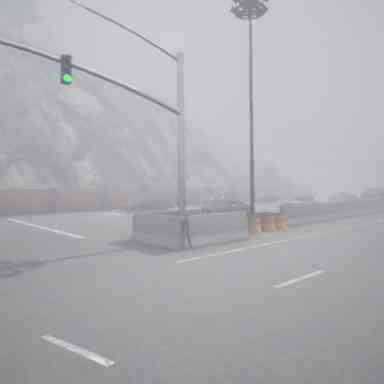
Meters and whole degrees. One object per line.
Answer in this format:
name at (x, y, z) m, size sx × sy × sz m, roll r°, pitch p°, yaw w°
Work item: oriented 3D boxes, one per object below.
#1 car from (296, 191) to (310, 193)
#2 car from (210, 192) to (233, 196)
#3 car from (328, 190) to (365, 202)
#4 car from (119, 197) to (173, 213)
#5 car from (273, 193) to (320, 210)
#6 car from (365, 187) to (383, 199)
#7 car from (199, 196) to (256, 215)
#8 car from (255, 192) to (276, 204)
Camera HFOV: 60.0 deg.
car at (17.068, 0.610, 51.607) m, size 4.902 × 1.511 × 2.128 m, roll -1°, pitch 1°, yaw -45°
car at (3.001, 0.813, 38.891) m, size 4.553 × 1.767 × 2.097 m, roll -1°, pitch 1°, yaw -41°
car at (17.026, 0.790, 37.309) m, size 4.902 × 1.511 × 2.128 m, roll -1°, pitch 1°, yaw -42°
car at (-4.329, 1.185, 32.422) m, size 5.357 × 1.411 × 2.033 m, roll -1°, pitch 1°, yaw -42°
car at (9.996, 1.069, 31.057) m, size 4.718 × 1.301 × 1.895 m, roll -1°, pitch 1°, yaw -41°
car at (24.018, 0.348, 43.738) m, size 5.566 × 2.045 × 2.150 m, roll -1°, pitch 1°, yaw -45°
car at (2.426, 1.214, 24.380) m, size 4.181 × 1.385 × 1.994 m, roll -1°, pitch 1°, yaw -41°
car at (9.790, 0.775, 44.902) m, size 5.008 × 1.535 × 1.882 m, roll -1°, pitch 1°, yaw -42°
